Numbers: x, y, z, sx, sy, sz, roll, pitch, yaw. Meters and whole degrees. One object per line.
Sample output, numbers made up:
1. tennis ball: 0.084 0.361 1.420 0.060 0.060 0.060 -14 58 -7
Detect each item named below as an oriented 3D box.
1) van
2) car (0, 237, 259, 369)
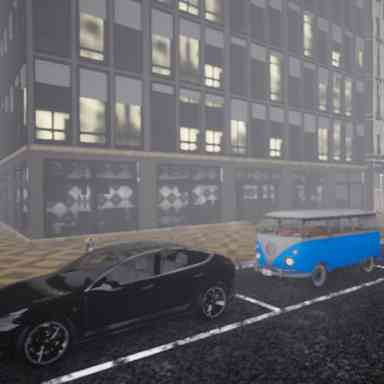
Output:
1. van: 3.463 1.364 9.010 3.998 1.788 1.690 0 -1 -36
2. car: -1.129 1.572 5.728 4.313 1.339 1.947 0 -1 -36
